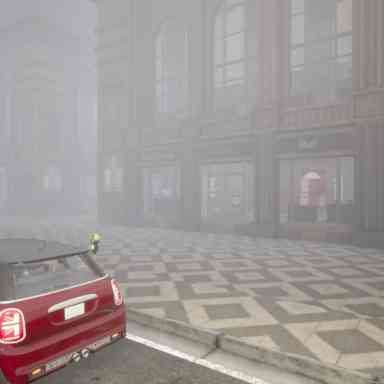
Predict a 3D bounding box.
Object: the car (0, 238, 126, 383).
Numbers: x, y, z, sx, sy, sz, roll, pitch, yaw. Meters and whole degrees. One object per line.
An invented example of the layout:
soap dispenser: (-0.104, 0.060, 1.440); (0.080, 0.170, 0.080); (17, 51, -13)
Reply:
car: (-2.974, 1.441, 5.085); (4.097, 1.590, 1.967); (0, 0, 36)
